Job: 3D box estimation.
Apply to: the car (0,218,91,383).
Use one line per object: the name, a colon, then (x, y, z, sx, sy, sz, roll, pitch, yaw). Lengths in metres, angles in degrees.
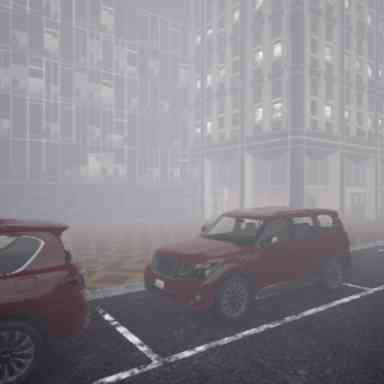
car: (-3.685, 1.292, 3.652, 5.009, 1.841, 2.192, 0, 0, -35)

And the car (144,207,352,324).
car: (1.490, 1.295, 7.299, 5.009, 1.841, 2.192, 0, 0, -35)
